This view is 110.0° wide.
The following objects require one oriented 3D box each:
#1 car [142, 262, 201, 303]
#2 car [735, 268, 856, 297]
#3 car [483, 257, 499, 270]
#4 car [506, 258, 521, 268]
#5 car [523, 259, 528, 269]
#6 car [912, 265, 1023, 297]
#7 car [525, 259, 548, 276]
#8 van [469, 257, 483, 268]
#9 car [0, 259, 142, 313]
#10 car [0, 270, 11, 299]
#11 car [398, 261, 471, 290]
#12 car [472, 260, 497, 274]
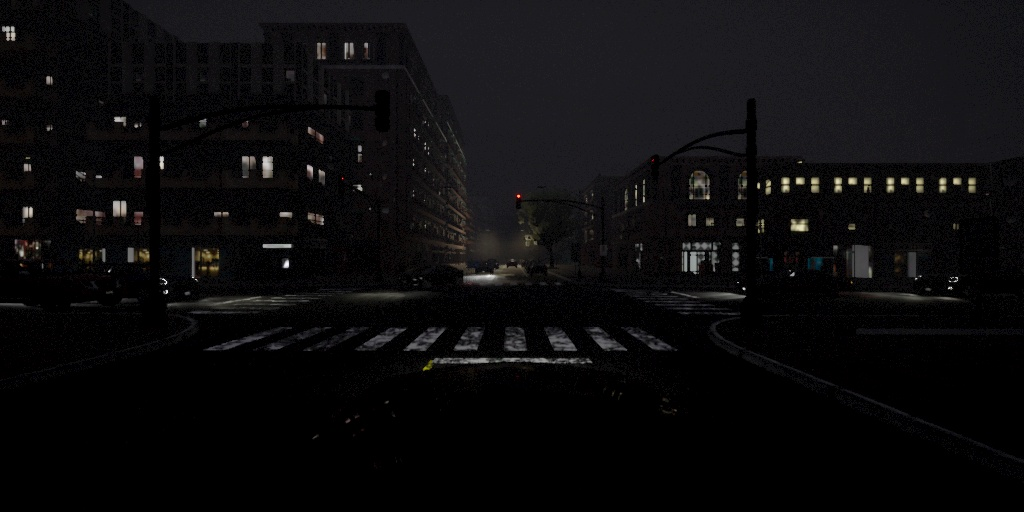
[{"bbox_3d":[-16.526,1.053,15.739,4.553,1.767,2.097,0,0,-1],"label":"car"},{"bbox_3d":[15.025,1.371,19.140,5.357,1.411,2.033,0,0,0],"label":"car"},{"bbox_3d":[-3.085,1.161,54.808,2.097,1.767,4.553,0,0,0],"label":"car"},{"bbox_3d":[0.003,1.318,63.198,2.128,1.511,4.902,0,0,0],"label":"car"},{"bbox_3d":[2.693,1.228,42.538,1.967,1.591,4.097,0,0,0],"label":"car"},{"bbox_3d":[24.524,1.218,19.206,4.553,1.767,2.097,0,0,0],"label":"car"},{"bbox_3d":[2.692,1.329,36.841,2.007,1.370,4.403,0,0,0],"label":"car"},{"bbox_3d":[-5.688,1.148,53.933,1.690,1.789,3.998,0,0,0],"label":"van"},{"bbox_3d":[-17.276,1.013,13.123,5.009,1.841,2.192,0,0,0],"label":"car"},{"bbox_3d":[-25.582,1.274,15.653,4.718,1.301,1.895,0,0,0],"label":"car"},{"bbox_3d":[-5.020,1.237,22.843,1.882,1.535,5.008,1,0,27],"label":"car"},{"bbox_3d":[-3.098,1.387,41.254,1.895,1.301,4.718,0,0,0],"label":"car"}]
